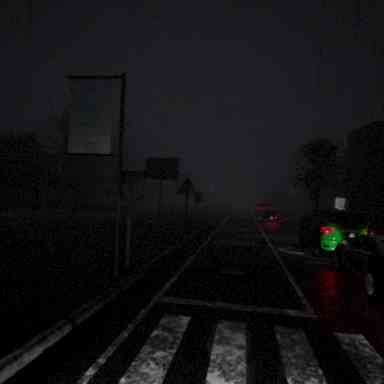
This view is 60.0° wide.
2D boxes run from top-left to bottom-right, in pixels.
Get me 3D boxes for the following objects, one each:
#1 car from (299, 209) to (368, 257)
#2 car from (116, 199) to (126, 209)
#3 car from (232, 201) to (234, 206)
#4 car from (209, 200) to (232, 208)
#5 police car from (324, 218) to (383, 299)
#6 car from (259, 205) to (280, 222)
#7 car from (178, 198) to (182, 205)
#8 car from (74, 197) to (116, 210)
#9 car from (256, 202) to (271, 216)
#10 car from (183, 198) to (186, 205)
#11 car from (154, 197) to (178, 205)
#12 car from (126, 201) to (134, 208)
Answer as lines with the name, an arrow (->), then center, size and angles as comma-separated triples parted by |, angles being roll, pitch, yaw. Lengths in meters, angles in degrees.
car -> 6.448, 1.803, 15.379 | 2.150, 2.045, 5.566 | 3, -1, 9
car -> -12.090, 1.510, 45.359 | 4.892, 1.521, 2.231 | 3, -1, 9
car -> 7.012, 2.923, 83.326 | 5.566, 2.045, 2.435 | 3, -1, 9
car -> 6.603, 3.097, 80.549 | 4.892, 1.521, 2.231 | 3, -1, 9
police car -> 5.534, 1.860, 9.524 | 1.930, 1.638, 5.238 | 3, -1, 9
car -> 9.012, 2.585, 38.201 | 1.837, 1.490, 4.892 | 3, -1, 10
car -> -5.883, 2.512, 85.344 | 5.008, 1.535, 2.097 | 3, -1, 9
car -> -12.598, 1.469, 42.123 | 4.674, 1.452, 2.002 | 3, -1, 9
car -> 10.800, 2.581, 49.856 | 2.150, 2.045, 5.566 | 3, -1, 9
car -> -4.564, 2.646, 93.594 | 4.553, 1.767, 2.185 | 3, -1, 9
car -> -6.727, 2.358, 79.842 | 5.008, 1.535, 2.097 | 3, -1, 9
car -> -11.598, 1.587, 48.595 | 5.008, 1.535, 2.097 | 3, -1, 9
